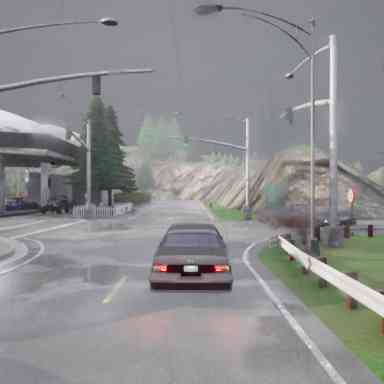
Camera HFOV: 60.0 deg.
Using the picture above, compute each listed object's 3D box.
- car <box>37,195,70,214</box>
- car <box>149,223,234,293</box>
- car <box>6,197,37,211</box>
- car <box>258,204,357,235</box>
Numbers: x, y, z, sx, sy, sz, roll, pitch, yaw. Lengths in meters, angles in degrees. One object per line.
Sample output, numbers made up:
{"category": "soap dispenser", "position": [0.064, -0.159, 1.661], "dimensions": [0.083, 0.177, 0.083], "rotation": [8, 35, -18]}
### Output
{"category": "car", "position": [-14.579, 1.300, 35.702], "dimensions": [1.905, 1.878, 3.866], "rotation": [0, 0, -1]}
{"category": "car", "position": [0.018, 1.544, 8.994], "dimensions": [2.033, 1.411, 5.357], "rotation": [0, 0, 1]}
{"category": "car", "position": [-20.292, 1.466, 39.972], "dimensions": [2.242, 1.667, 4.611], "rotation": [0, 0, -1]}
{"category": "car", "position": [5.960, 1.356, 17.858], "dimensions": [2.033, 1.411, 5.357], "rotation": [0, 0, -33]}
